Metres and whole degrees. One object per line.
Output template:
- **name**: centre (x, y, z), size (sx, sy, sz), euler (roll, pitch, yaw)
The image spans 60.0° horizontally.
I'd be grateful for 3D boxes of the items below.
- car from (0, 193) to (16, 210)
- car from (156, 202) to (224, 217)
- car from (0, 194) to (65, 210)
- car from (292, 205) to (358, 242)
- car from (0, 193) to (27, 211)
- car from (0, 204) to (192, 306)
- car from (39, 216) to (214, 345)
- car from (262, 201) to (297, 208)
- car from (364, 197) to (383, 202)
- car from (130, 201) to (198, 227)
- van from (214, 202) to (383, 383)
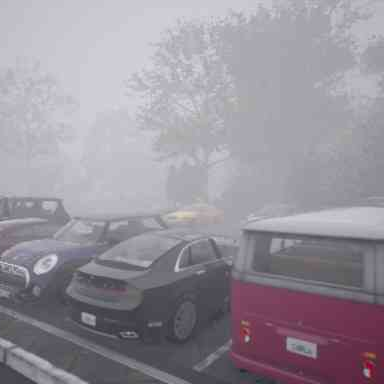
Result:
- **car**: centre (-24.637, 1.132, 40.066), size (2.435, 2.045, 5.566), euler (0, 0, 35)
- **car**: centre (0.266, 1.458, 22.178), size (1.946, 1.575, 5.366), euler (0, 0, 35)
- **car**: centre (-6.895, 1.209, 11.413), size (2.435, 2.045, 5.566), euler (0, 0, 35)
- **car**: centre (7.144, 1.512, 17.481), size (2.163, 1.488, 4.792), euler (0, 0, 35)
- **car**: centre (-22.467, 1.139, 38.524), size (2.435, 2.045, 5.566), euler (0, 0, 35)
- **car**: centre (-2.290, 1.349, 8.214), size (2.185, 1.767, 4.553), euler (0, 0, 35)
- **car**: centre (-0.028, 1.483, 6.560), size (2.231, 1.521, 4.892), euler (0, 0, 35)
- **car**: centre (4.915, 1.349, 19.139), size (2.185, 1.767, 4.553), euler (0, 0, 35)
- **car**: centre (9.441, 1.238, 15.920), size (2.435, 2.045, 5.566), euler (0, 0, 35)
- **car**: centre (-1.887, 1.455, 23.942), size (2.231, 1.521, 4.892), euler (0, 0, 35)
- **van**: centre (2.329, 1.263, 5.036), size (1.878, 1.987, 4.442), euler (0, 0, 35)
